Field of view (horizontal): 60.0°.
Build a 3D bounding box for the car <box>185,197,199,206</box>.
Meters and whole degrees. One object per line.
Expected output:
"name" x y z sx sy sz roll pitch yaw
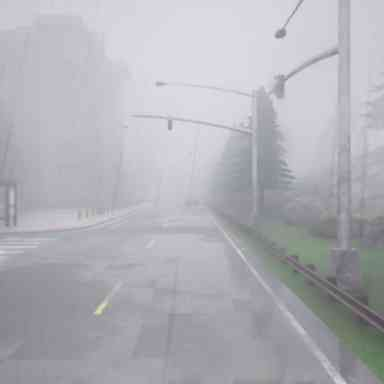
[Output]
"car" -0.004 1.480 51.247 1.994 1.385 4.181 0 0 0
